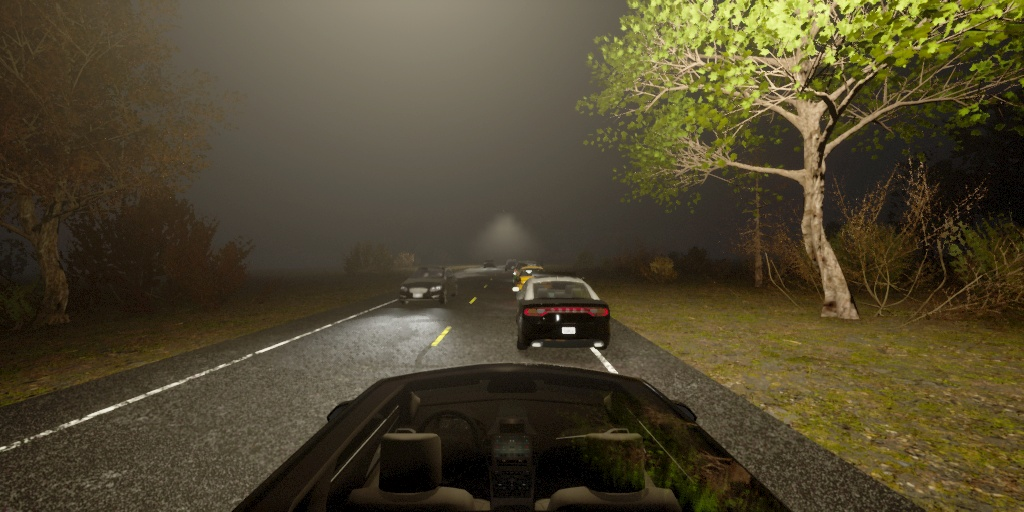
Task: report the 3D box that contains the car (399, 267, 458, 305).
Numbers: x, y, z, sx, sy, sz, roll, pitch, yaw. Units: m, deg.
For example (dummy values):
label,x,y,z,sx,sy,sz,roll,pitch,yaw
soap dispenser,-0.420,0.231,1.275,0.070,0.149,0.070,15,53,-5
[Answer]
label,x,y,z,sx,sy,sz,roll,pitch,yaw
car,-3.604,1.245,16.156,2.128,1.511,4.902,0,0,0

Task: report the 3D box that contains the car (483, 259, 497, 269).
label,x,y,z,sx,sy,sz,roll,pitch,yaw
car,-3.511,1.264,56.895,1.837,1.490,4.892,0,0,0

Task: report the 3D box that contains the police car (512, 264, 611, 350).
label,x,y,z,sx,sy,sz,roll,pitch,yaw
police car,1.049,1.177,9.222,1.930,1.638,5.238,0,0,0

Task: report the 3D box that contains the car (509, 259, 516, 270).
label,x,y,z,sx,sy,sz,roll,pitch,yaw
car,1.044,1.106,25.084,2.097,1.767,4.553,0,0,0

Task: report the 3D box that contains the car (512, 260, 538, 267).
label,x,y,z,sx,sy,sz,roll,pitch,yaw
car,1.046,1.209,19.305,1.801,1.575,5.366,0,0,0

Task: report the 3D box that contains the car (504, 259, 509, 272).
label,x,y,z,sx,sy,sz,roll,pitch,yaw
car,0.018,1.283,47.371,1.812,1.442,4.674,0,0,1
